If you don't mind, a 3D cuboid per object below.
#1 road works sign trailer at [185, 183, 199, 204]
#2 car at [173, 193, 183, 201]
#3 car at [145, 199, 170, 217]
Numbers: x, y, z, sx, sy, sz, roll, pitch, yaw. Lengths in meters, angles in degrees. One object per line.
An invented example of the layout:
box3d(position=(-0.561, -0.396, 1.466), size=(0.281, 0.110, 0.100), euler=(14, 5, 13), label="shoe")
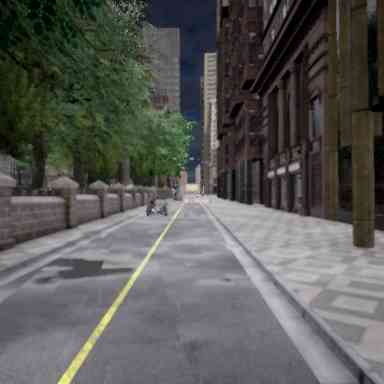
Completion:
box3d(position=(0.010, 0.285, 58.491), size=(2.380, 3.560, 2.880), euler=(0, 0, 0), label="road works sign trailer")
box3d(position=(-2.988, 1.095, 71.795), size=(2.097, 1.767, 4.553), euler=(0, 0, 0), label="car")
box3d(position=(-3.092, 1.403, 30.556), size=(1.837, 1.490, 4.892), euler=(0, 0, 0), label="car")
